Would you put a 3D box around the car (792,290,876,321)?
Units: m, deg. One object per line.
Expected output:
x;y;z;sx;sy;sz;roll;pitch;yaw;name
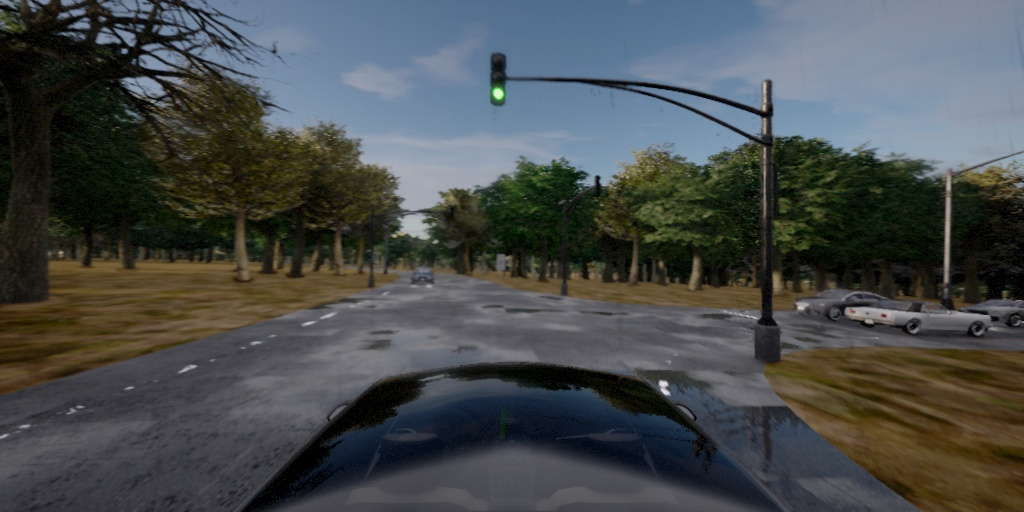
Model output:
17.261;2.521;18.688;4.902;1.511;2.128;3;-1;-7;car

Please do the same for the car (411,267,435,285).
-8.257;1.923;33.554;1.994;1.385;4.181;1;-2;-12;car

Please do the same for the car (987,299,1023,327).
27.137;3.082;19.584;4.181;1.385;1.994;3;-1;-5;car

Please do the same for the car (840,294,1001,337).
16.981;2.535;15.035;4.718;1.301;1.895;3;-1;-5;car
